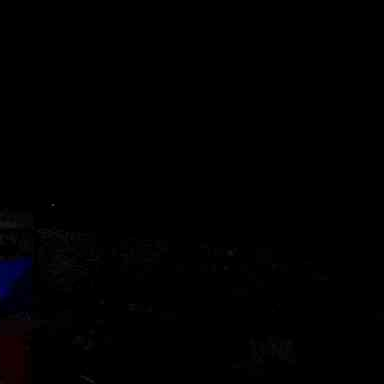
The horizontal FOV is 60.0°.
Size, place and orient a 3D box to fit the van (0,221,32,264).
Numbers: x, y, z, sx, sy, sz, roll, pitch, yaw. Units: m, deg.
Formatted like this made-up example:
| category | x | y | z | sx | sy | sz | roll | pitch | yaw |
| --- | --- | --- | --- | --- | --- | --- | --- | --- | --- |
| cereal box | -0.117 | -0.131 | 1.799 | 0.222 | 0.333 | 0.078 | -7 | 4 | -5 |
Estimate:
| category | x | y | z | sx | sy | sz | roll | pitch | yaw |
| --- | --- | --- | --- | --- | --- | --- | --- | --- | --- |
| van | -4.701 | 1.396 | 6.325 | 3.998 | 1.788 | 1.690 | -1 | 0 | 36 |

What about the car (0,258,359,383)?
| category | x | y | z | sx | sy | sz | roll | pitch | yaw |
| --- | --- | --- | --- | --- | --- | --- | --- | --- | --- |
| car | -0.559 | 1.599 | 3.368 | 4.206 | 1.307 | 1.802 | -1 | 0 | 36 |
